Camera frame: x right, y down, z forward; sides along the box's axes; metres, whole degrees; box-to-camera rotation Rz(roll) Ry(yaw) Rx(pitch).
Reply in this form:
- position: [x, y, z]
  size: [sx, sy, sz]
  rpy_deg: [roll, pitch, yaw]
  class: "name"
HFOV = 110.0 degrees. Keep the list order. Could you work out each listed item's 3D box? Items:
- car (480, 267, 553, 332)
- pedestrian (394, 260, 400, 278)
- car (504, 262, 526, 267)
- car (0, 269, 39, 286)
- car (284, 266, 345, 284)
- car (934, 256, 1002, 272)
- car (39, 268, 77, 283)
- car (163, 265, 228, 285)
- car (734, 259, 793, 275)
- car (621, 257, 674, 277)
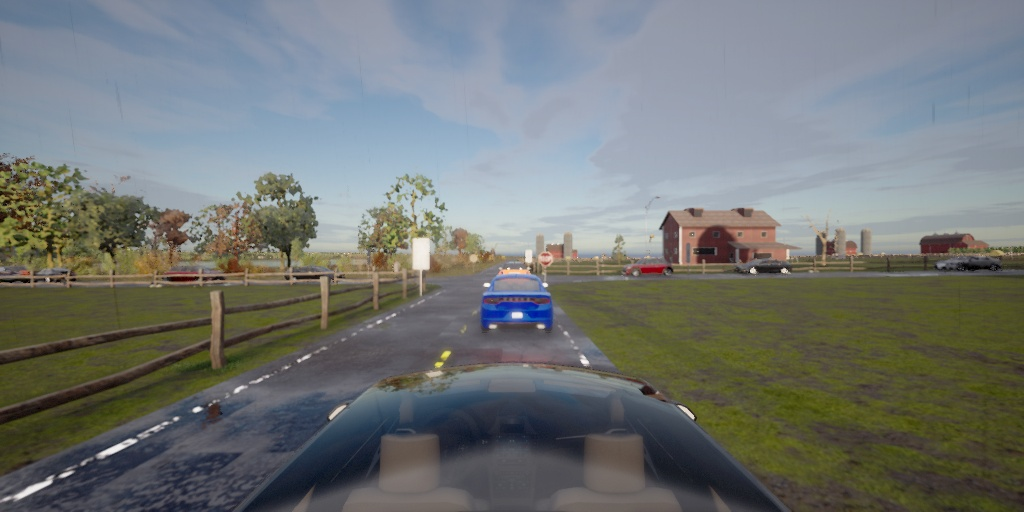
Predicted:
- position: [0.133, 1.271, 11.039]
  size: [1.882, 1.535, 5.008]
  rpy_deg: [0, 0, 0]
  class: "car"
- position: [-12.029, 1.332, 37.508]
  size: [0.375, 1.860, 0.375]
  rpy_deg: [0, 1, 1]
  class: "pedestrian"
- position: [0.185, 1.209, 24.848]
  size: [2.097, 1.767, 4.553]
  rpy_deg: [0, 0, 0]
  class: "car"
- position: [-48.809, 2.150, 34.698]
  size: [4.718, 1.301, 1.895]
  rpy_deg: [-1, 0, 17]
  class: "car"
- position: [-17.333, 1.629, 31.612]
  size: [4.892, 1.490, 1.837]
  rpy_deg: [-1, 0, 1]
  class: "car"
- position: [42.904, 0.733, 33.816]
  size: [4.902, 1.511, 2.128]
  rpy_deg: [-1, 0, 1]
  class: "car"
- position: [-47.799, 2.041, 37.462]
  size: [4.892, 1.490, 1.837]
  rpy_deg: [-1, 0, 19]
  class: "car"
- position: [-28.021, 1.624, 31.837]
  size: [4.553, 1.767, 2.097]
  rpy_deg: [-1, 0, 2]
  class: "car"
- position: [23.810, 1.033, 34.076]
  size: [4.892, 1.490, 1.837]
  rpy_deg: [-1, 0, 1]
  class: "car"
- position: [12.836, 1.041, 34.153]
  size: [4.553, 1.767, 2.097]
  rpy_deg: [-1, 0, -1]
  class: "car"
